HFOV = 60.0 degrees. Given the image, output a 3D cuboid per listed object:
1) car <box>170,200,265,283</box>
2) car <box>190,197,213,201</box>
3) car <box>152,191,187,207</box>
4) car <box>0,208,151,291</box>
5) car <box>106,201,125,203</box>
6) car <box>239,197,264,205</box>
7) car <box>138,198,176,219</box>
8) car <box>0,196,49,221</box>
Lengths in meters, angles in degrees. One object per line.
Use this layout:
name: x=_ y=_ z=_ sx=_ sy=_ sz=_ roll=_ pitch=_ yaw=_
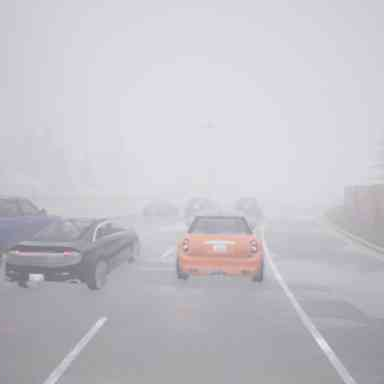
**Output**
car: x=0.850 y=1.288 z=9.735 sx=2.097 sy=1.767 sz=4.553 roll=0 pitch=0 yaw=6
car: x=0.965 y=1.171 z=26.682 sx=2.097 sy=1.767 sz=4.553 roll=0 pitch=0 yaw=17
car: x=-2.942 y=0.903 z=45.397 sx=2.150 sy=2.045 sz=5.566 roll=0 pitch=0 yaw=27
car: x=-2.764 y=1.421 z=8.846 sx=2.128 sy=1.511 sz=4.902 roll=0 pitch=0 yaw=6
car: x=-10.240 y=1.140 z=46.364 sx=2.128 sy=1.511 sz=4.902 roll=0 pitch=1 yaw=26
car: x=4.646 y=1.183 z=26.790 sx=2.097 sy=1.767 sz=4.553 roll=0 pitch=0 yaw=17
car: x=-2.473 y=1.367 z=27.405 sx=1.994 sy=1.385 sz=4.181 roll=0 pitch=0 yaw=17
car: x=-6.146 y=1.129 z=10.449 sx=2.150 sy=2.045 sz=5.566 roll=0 pitch=0 yaw=6
